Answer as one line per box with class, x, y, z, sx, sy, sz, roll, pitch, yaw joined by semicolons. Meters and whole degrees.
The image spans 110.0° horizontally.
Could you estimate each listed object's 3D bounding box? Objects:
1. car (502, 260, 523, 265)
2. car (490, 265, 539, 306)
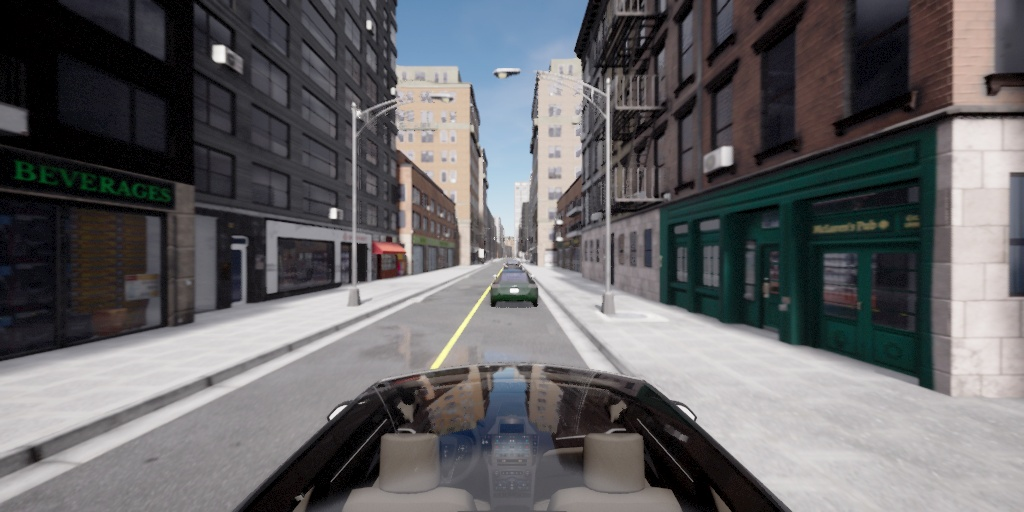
car;0.090;1.152;36.268;2.128;1.511;4.902;0;0;0
car;0.091;1.281;15.640;1.994;1.385;4.181;0;0;0
